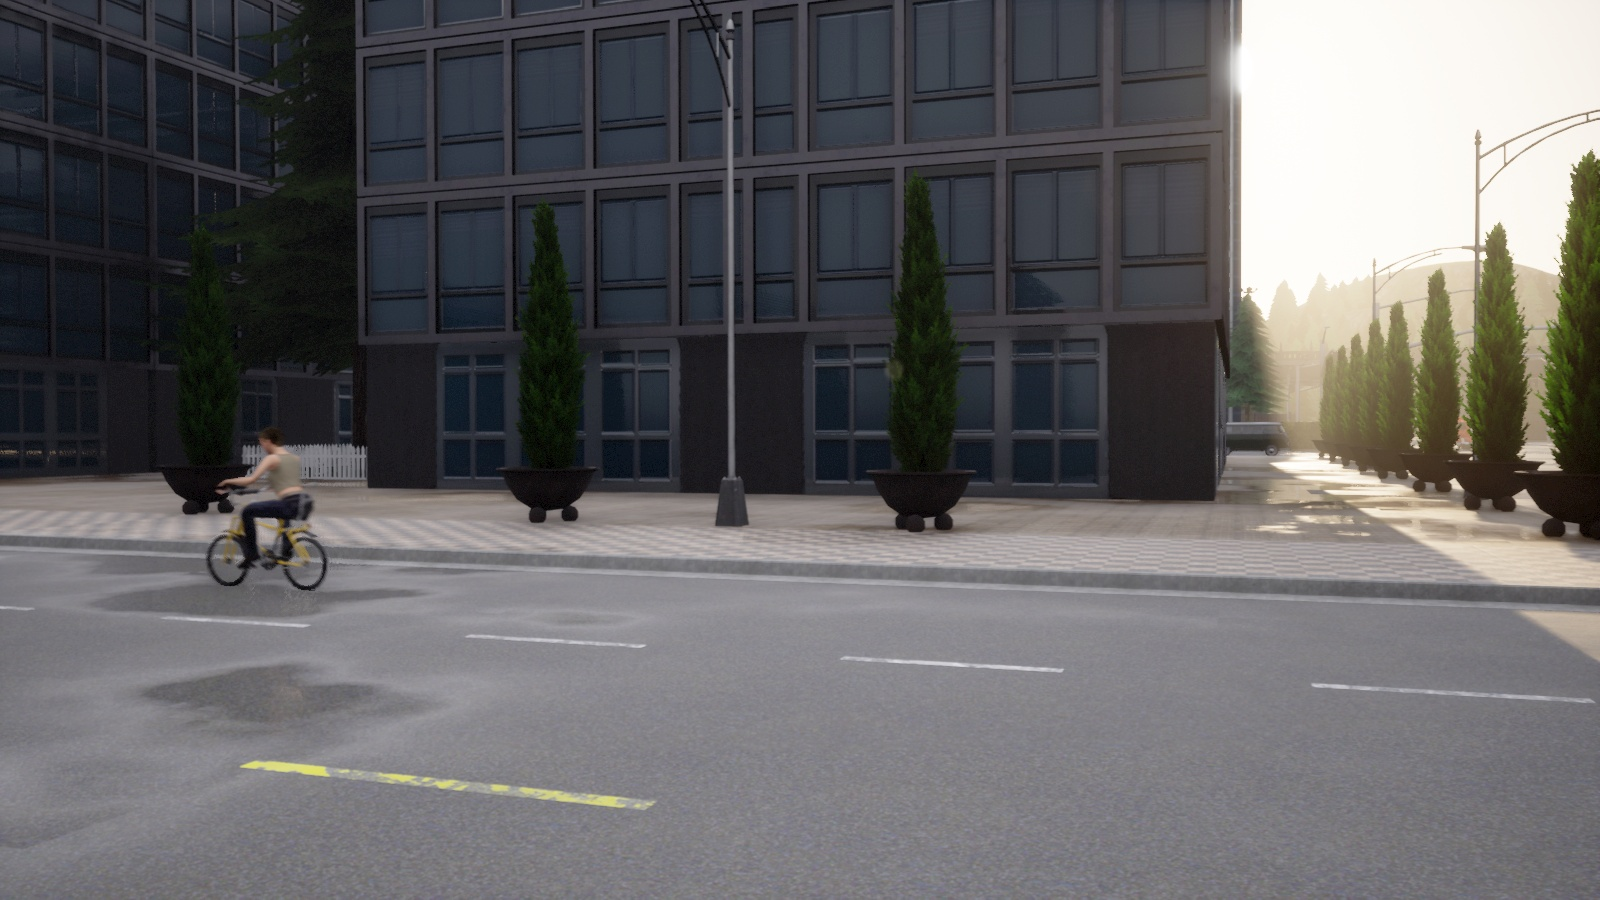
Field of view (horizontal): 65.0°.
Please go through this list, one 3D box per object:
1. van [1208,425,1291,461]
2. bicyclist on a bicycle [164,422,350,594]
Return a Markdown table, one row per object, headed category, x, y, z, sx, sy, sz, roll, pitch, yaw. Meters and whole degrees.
| category | x | y | z | sx | sy | sz | roll | pitch | yaw |
| --- | --- | --- | --- | --- | --- | --- | --- | --- | --- |
| van | 25.912 | -0.427 | 72.565 | 4.442 | 1.987 | 1.775 | 1 | 1 | 19 |
| bicyclist on a bicycle | -5.370 | 0.531 | 12.453 | 1.509 | 1.612 | 0.866 | 1 | 1 | 20 |
